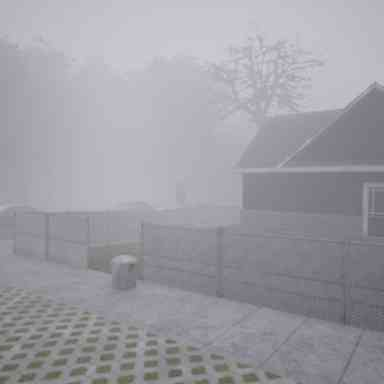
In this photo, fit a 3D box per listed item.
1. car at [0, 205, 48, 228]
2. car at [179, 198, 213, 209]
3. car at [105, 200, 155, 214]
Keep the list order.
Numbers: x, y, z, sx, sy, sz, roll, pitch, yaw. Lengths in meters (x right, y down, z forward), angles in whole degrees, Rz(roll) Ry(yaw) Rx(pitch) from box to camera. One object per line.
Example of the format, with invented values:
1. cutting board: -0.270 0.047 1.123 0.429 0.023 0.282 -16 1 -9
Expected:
1. car: -11.014 1.521 20.198 1.812 1.442 4.674 2 1 36
2. car: 0.520 1.387 36.271 1.812 1.442 4.674 2 2 36
3. car: -5.213 1.476 28.289 1.837 1.490 4.892 2 2 36
